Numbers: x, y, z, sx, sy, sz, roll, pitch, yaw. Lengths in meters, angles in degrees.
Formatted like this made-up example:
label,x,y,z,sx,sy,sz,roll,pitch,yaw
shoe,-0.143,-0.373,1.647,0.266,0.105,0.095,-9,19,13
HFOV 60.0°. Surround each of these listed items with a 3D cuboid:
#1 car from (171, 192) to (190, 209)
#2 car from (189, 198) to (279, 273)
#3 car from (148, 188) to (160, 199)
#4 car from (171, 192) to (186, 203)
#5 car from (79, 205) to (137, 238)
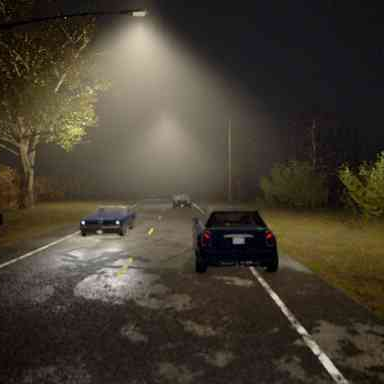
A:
label,x,y,z,sx,sy,sz,roll,pitch,yaw
car,-1.059,0.990,34.489,1.895,1.301,4.718,0,1,-3
car,1.094,1.176,10.236,2.097,1.767,4.553,0,1,-1
car,-6.551,0.468,58.257,1.812,1.442,4.674,0,1,-5
car,-1.946,0.719,46.991,1.994,1.385,4.181,0,1,-5
car,-3.903,1.327,16.076,1.895,1.301,4.718,0,1,-2
